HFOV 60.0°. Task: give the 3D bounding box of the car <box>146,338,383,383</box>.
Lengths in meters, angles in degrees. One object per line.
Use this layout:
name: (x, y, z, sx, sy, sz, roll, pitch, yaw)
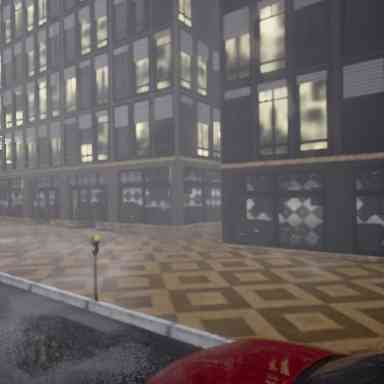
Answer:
car: (1.600, 1.546, 1.596, 4.507, 1.381, 1.887, 0, -1, 36)
